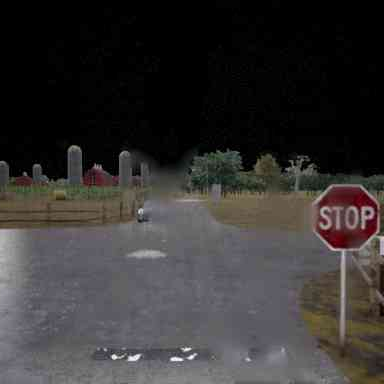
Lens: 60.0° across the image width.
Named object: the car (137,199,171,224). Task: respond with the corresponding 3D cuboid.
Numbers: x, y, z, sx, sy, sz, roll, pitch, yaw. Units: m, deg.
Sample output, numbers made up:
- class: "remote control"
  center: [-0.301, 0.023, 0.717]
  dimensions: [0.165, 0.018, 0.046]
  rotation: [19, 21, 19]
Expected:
- class: "car"
  center: [-2.759, 1.331, 24.868]
  dimensions: [2.097, 1.767, 4.553]
  rotation: [0, 0, 0]
